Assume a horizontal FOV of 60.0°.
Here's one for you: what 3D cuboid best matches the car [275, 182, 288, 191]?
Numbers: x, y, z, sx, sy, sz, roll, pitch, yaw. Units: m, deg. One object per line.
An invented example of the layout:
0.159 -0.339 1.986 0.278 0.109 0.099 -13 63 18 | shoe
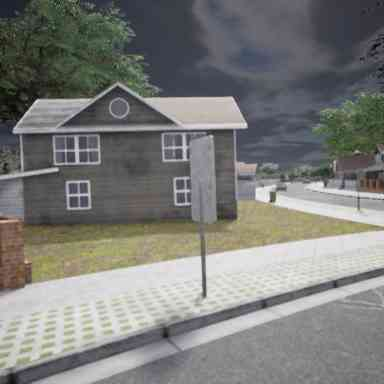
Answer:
15.819 -0.963 58.874 1.837 1.490 4.892 -2 2 13 | car
